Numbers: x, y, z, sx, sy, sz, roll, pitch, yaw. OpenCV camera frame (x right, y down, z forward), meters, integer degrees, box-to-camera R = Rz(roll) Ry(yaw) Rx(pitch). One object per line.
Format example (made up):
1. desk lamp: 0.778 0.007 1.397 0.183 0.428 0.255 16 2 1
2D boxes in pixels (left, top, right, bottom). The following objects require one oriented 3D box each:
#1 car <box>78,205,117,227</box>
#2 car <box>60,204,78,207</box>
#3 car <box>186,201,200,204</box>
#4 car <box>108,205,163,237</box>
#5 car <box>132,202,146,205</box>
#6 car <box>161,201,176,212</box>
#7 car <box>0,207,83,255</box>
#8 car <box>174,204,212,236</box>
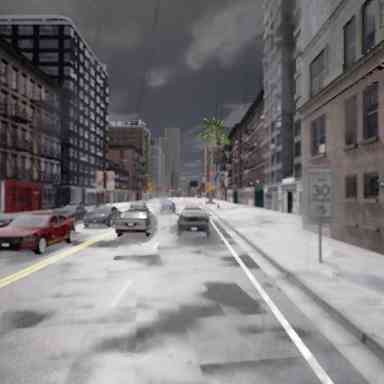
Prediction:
1. car: -6.563 1.750 24.752 1.837 1.490 4.892 0 -1 0
2. car: -9.818 1.769 26.860 1.837 1.490 4.892 0 -1 0
3. car: 0.098 1.958 45.079 1.812 1.442 4.674 0 0 0
4. car: -3.138 1.743 19.553 2.033 1.411 5.357 0 -1 0
5. car: -6.476 1.923 40.643 1.812 1.442 4.674 0 -1 0
6. car: -3.155 1.953 44.662 1.812 1.442 4.674 0 0 0
7. car: -6.579 1.621 14.255 1.882 1.535 5.008 0 -1 0
8. car: 0.112 1.703 19.800 1.837 1.490 4.892 0 -1 0
